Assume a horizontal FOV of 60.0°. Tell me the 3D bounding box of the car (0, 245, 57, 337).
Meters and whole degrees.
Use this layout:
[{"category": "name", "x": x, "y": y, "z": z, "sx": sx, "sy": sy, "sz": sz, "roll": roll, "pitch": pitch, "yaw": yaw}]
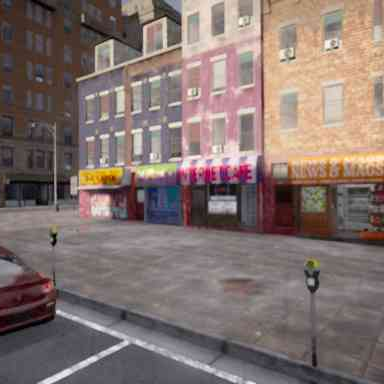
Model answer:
[{"category": "car", "x": -3.994, "y": 1.524, "z": 5.681, "sx": 4.206, "sy": 1.307, "sz": 1.802, "roll": 1, "pitch": -1, "yaw": 36}]
